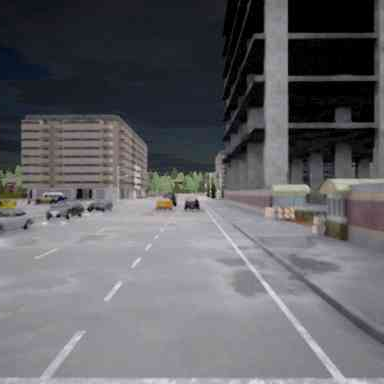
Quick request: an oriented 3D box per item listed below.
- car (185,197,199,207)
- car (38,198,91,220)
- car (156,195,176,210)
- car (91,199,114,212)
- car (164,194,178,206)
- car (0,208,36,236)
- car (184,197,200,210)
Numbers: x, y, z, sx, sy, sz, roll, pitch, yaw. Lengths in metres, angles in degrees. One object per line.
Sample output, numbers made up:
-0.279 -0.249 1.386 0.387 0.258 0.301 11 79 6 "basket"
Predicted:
-0.015 1.522 52.437 2.128 1.511 4.902 0 0 0 "car"
-10.589 1.502 28.055 2.128 1.511 4.902 0 0 0 "car"
-3.484 1.499 42.444 1.882 1.535 5.008 0 0 0 "car"
-10.522 1.574 38.629 2.033 1.411 5.357 0 0 0 "car"
-3.516 1.258 52.805 2.150 2.045 5.566 0 0 0 "car"
-10.605 1.596 18.417 1.895 1.301 4.718 0 0 0 "car"
0.011 1.493 42.152 1.882 1.535 5.008 0 0 0 "car"
